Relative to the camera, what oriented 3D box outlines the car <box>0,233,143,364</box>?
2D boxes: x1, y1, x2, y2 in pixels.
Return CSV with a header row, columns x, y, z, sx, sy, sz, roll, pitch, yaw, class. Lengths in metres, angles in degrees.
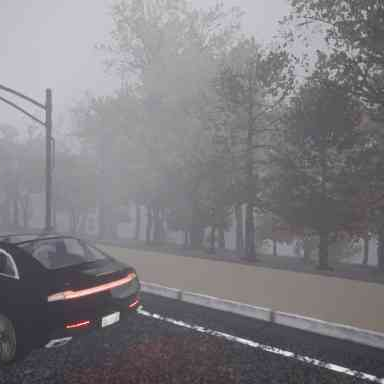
x,y,z,sx,sy,sz,roll,pitch,yaw,class
-3.061,1.491,5.868,4.902,1.511,2.128,0,0,36,car
